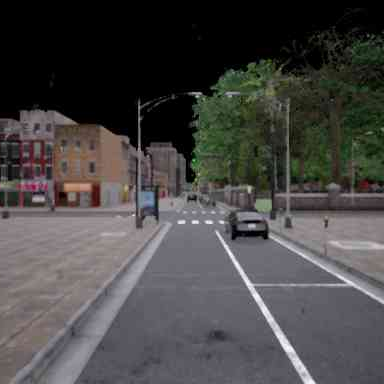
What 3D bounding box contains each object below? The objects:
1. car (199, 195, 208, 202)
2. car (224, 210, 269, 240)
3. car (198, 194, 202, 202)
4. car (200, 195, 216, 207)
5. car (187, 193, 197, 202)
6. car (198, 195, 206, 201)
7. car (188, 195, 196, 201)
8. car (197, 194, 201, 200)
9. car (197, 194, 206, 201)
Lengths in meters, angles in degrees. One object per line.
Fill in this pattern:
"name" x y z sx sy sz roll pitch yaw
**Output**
"car" 2.624 1.479 76.440 1.967 1.590 4.097 -1 0 0
"car" 2.628 1.530 16.673 1.947 1.339 4.313 -1 0 0
"car" 2.626 1.536 60.089 2.008 1.369 4.403 -1 0 0
"car" 2.627 1.514 49.187 2.008 1.369 4.403 -1 0 0
"car" 0.003 1.246 73.777 2.150 2.045 5.566 0 0 0
"car" 2.624 1.526 87.340 1.967 1.590 4.097 -1 0 0
"car" 0.003 1.404 84.166 1.837 1.490 4.892 0 0 0
"car" 2.622 1.316 65.539 2.192 1.841 5.009 -1 0 0
"car" 2.621 1.429 92.791 2.192 1.841 5.009 -1 0 0
